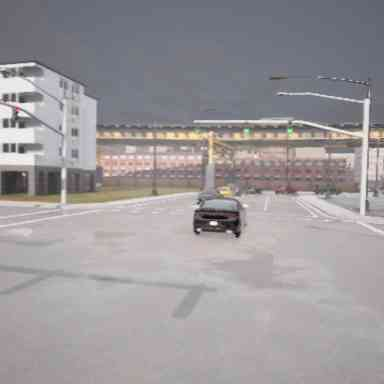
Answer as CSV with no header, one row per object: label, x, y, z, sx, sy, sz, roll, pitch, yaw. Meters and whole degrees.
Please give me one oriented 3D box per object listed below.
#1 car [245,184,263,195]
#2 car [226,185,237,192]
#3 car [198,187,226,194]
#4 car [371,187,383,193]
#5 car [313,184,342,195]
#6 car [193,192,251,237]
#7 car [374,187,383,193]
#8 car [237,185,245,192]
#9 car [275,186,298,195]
car,10.996,-0.480,60.042,2.097,1.767,4.553,3,2,36
car,3.960,0.146,41.276,1.882,1.535,5.008,2,2,14
car,1.789,0.438,32.327,1.837,1.490,4.892,2,2,14
car,47.595,-0.343,82.123,2.038,1.542,4.974,1,2,-15
car,26.713,-0.457,65.680,5.566,2.045,2.150,1,2,-11
car,1.406,0.972,15.000,1.882,1.535,5.008,2,2,13
car,47.585,-0.503,82.168,1.853,1.218,4.536,1,2,-15
car,6.371,-0.267,51.028,2.097,1.767,4.553,2,2,16
car,17.517,-0.388,61.521,4.553,1.767,2.097,0,3,-37
